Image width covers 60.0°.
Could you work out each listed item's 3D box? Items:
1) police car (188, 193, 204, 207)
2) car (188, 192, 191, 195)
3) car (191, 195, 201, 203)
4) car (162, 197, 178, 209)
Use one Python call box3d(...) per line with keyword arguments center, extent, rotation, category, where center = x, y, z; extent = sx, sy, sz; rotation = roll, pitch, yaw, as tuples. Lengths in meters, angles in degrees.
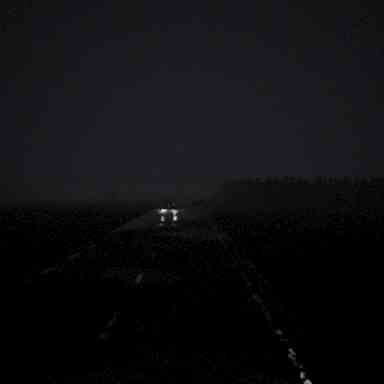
box3d(center=(0.809, 1.348, 48.997), extent=(1.930, 1.638, 5.238), rotation=(0, 0, 0), category="police car")
box3d(center=(-0.026, 1.250, 82.120), extent=(1.895, 1.301, 4.718), rotation=(0, 0, 0), category="car")
box3d(center=(0.803, 1.397, 64.887), extent=(1.812, 1.442, 4.674), rotation=(0, 0, 0), category="car")
box3d(center=(-2.851, 1.443, 43.132), extent=(1.837, 1.490, 4.892), rotation=(0, 0, 0), category="car")
